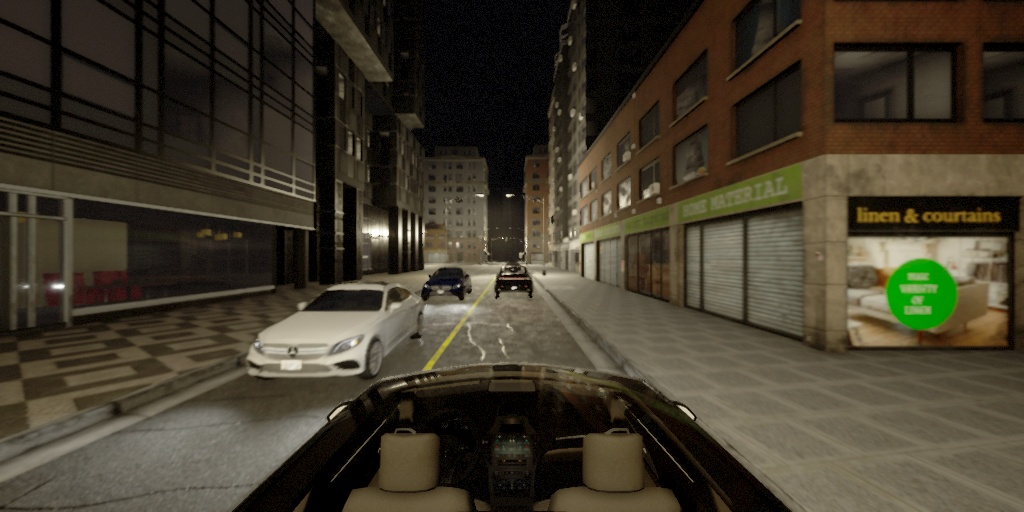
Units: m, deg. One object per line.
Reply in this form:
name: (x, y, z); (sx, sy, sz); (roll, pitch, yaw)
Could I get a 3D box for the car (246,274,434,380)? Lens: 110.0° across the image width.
car: (-3.097, 1.275, 7.383); (1.812, 1.442, 4.674); (0, 0, 0)

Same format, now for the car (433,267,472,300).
car: (-3.041, 1.274, 17.672); (1.812, 1.442, 4.674); (0, 0, 0)

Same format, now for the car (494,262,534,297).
car: (0.090, 1.240, 18.663); (2.128, 1.511, 4.902); (0, 0, 0)
